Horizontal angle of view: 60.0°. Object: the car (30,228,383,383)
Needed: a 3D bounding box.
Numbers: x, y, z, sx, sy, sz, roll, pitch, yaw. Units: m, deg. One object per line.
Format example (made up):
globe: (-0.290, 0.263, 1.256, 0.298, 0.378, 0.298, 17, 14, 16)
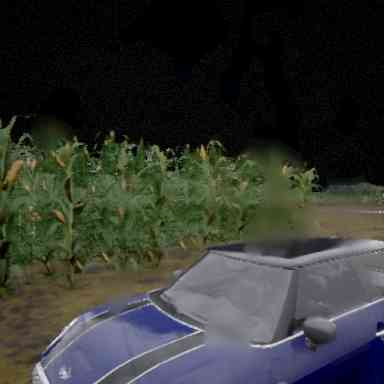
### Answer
car: (0.759, 1.356, 3.579, 4.553, 1.767, 2.097, 0, 0, -35)
